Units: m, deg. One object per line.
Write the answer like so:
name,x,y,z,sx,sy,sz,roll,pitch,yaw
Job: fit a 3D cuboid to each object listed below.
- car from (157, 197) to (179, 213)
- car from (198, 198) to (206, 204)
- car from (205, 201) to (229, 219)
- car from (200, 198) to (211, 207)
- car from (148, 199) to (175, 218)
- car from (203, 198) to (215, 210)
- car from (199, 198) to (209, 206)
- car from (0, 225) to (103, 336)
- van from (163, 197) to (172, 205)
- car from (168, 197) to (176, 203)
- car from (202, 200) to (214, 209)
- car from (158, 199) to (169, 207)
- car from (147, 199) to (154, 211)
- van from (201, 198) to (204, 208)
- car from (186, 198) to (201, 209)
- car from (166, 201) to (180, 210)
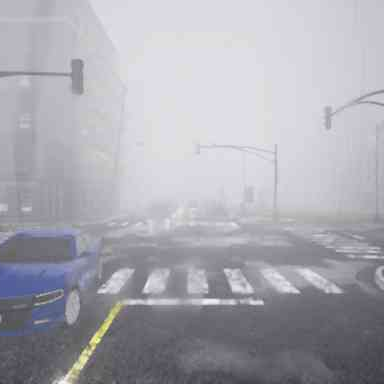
car,-3.091,1.821,43.939,2.097,1.767,4.553,0,-1,0
car,2.679,2.348,89.852,1.967,1.590,4.097,-1,-1,0
car,2.645,1.907,33.395,1.887,1.381,4.507,-1,-1,0
car,2.643,2.140,67.269,1.967,1.590,4.097,-1,-1,0
car,-3.096,1.852,34.624,1.882,1.535,5.008,0,-1,0
car,2.644,1.860,39.042,1.967,1.590,4.097,-1,-1,0
car,2.649,2.193,72.915,1.967,1.590,4.097,-1,-1,0
car,-3.146,1.560,7.198,1.882,1.535,5.008,1,-1,-7
van,-5.706,2.146,78.531,1.690,1.788,3.998,-1,-1,0
car,-5.706,2.272,95.469,2.192,1.841,5.009,-1,-1,0
car,2.645,2.135,55.978,1.887,1.381,4.507,-1,-1,0
car,-5.703,2.244,67.235,1.887,1.381,4.507,-1,-1,0
car,-5.702,2.099,50.298,1.947,1.339,4.313,-1,-1,0
van,2.642,1.875,50.334,1.690,1.788,3.998,-1,-1,0
car,0.097,2.091,55.644,1.837,1.490,4.892,0,-1,0
car,-3.080,2.133,53.901,1.994,1.385,4.181,0,-1,0
